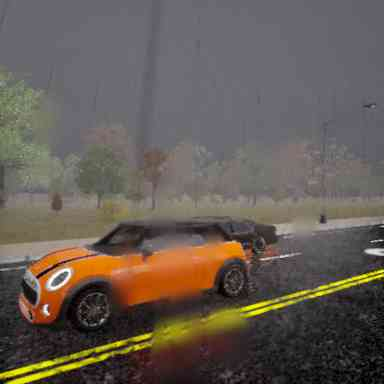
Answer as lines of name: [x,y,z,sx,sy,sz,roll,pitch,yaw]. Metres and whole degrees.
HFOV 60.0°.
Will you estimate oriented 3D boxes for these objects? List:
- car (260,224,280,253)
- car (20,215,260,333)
car: [0.893,1.589,12.271,5.357,1.411,2.033,0,0,-35]
car: [-1.004,1.369,6.946,4.553,1.767,2.097,0,0,-35]
